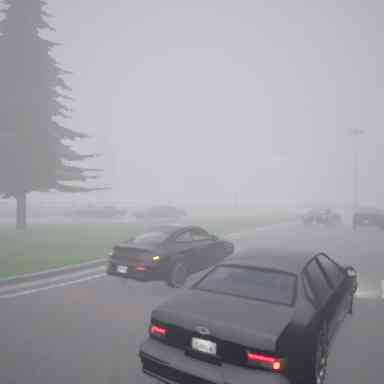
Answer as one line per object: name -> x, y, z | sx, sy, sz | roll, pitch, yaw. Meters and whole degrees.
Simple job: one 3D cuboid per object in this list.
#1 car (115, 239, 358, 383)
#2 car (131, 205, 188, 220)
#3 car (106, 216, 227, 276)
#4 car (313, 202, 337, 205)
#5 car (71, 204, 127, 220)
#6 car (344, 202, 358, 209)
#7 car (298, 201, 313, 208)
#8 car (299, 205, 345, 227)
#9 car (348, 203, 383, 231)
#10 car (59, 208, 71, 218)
car -> 1.451, 1.620, 5.458 | 2.033, 1.411, 5.357 | 0, -1, 32
car -> -2.981, 1.912, 31.474 | 5.357, 1.411, 2.033 | 1, -1, -31
car -> -0.385, 1.640, 9.613 | 1.812, 1.442, 4.674 | 0, -1, 32
car -> 23.949, 2.410, 59.056 | 4.718, 1.301, 1.895 | 1, -1, -44
car -> -8.818, 1.948, 32.172 | 4.718, 1.301, 1.895 | 1, -1, -28
car -> 28.135, 2.381, 58.271 | 4.181, 1.385, 1.994 | 1, -1, -44
car -> 21.338, 2.351, 61.384 | 4.674, 1.442, 1.812 | 1, -1, -44
car -> 10.336, 1.960, 26.234 | 1.895, 1.301, 4.718 | 0, -1, 36
car -> 12.890, 1.818, 23.774 | 1.882, 1.535, 5.008 | 0, -1, 36
car -> -11.360, 1.968, 34.760 | 4.718, 1.301, 1.895 | 1, -1, -28
